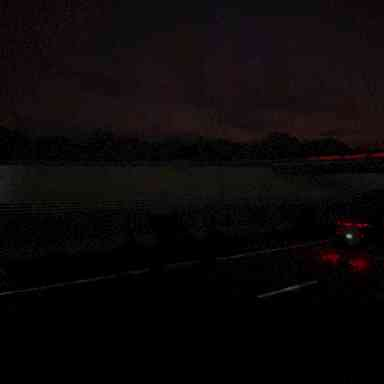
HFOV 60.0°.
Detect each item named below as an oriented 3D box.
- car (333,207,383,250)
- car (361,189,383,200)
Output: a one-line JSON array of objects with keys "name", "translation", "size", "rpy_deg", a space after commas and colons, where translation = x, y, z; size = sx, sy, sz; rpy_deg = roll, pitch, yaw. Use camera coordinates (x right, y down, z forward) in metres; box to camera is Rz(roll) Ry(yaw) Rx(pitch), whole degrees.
[{"name": "car", "translation": [7.759, 1.371, 13.617], "size": [4.902, 1.511, 2.128], "rpy_deg": [-1, 1, -35]}, {"name": "car", "translation": [27.234, 0.524, 49.168], "size": [5.566, 2.045, 2.150], "rpy_deg": [-1, 1, -35]}]
